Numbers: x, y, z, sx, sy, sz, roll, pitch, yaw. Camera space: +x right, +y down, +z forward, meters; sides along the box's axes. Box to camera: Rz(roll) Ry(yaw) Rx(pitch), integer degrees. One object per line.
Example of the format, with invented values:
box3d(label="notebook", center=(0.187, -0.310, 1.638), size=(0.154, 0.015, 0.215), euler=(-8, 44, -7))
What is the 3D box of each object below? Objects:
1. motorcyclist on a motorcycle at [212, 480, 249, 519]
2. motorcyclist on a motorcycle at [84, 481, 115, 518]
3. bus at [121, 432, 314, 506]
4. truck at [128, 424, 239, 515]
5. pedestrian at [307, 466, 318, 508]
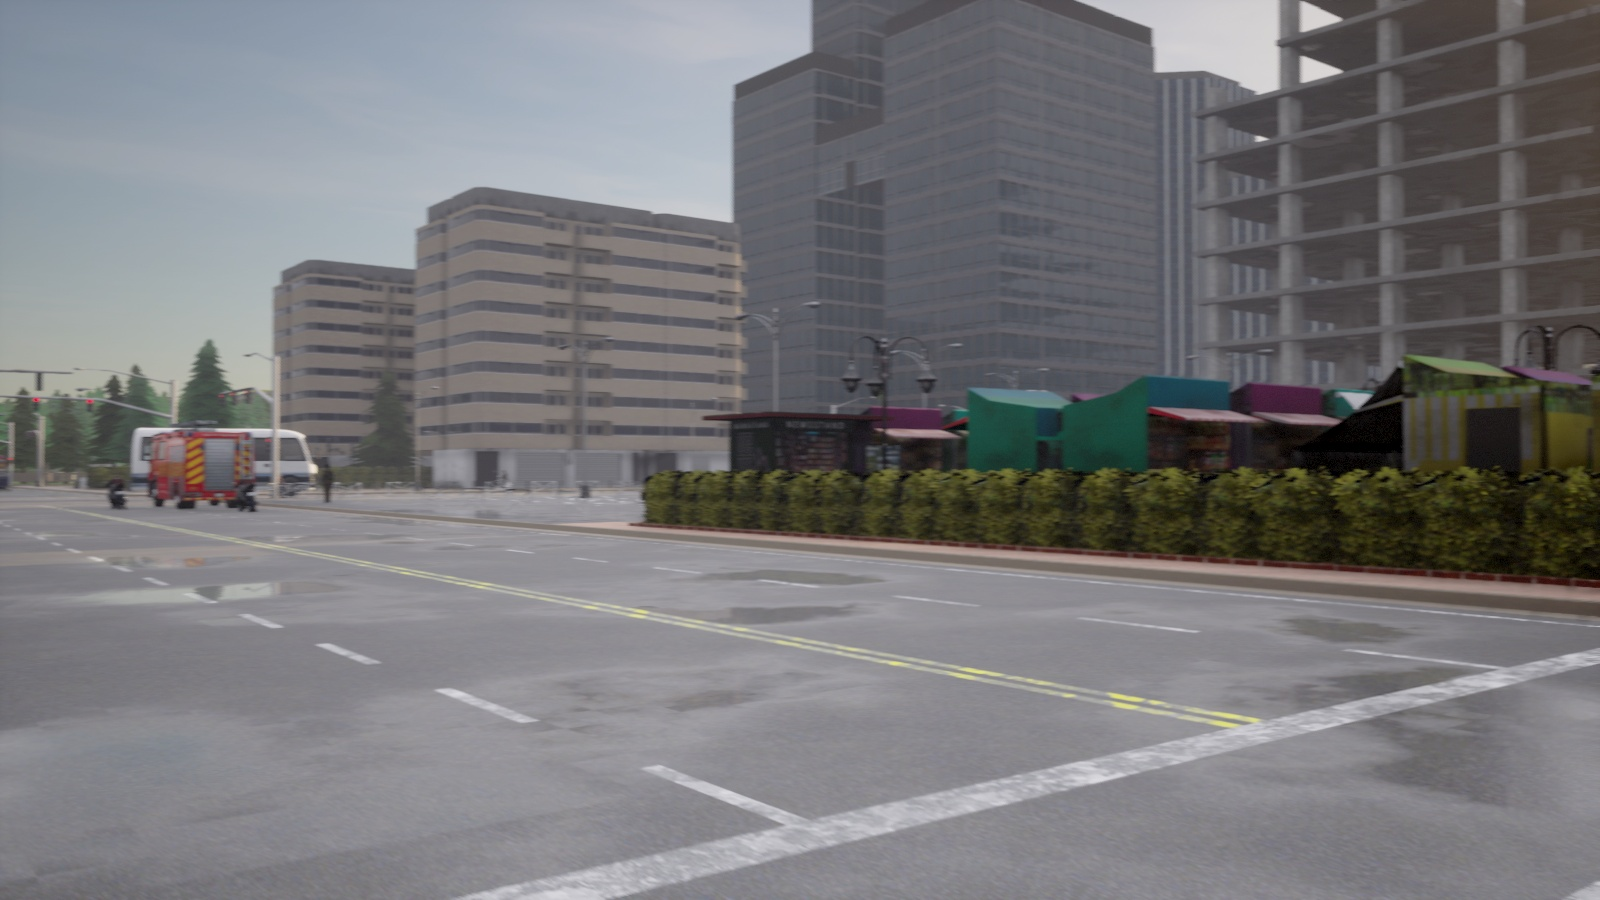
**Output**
box3d(label="motorcyclist on a motorcycle", center=(-22.631, 1.945, 49.859), size=(0.866, 1.530, 2.191), euler=(0, -1, -37))
box3d(label="motorcyclist on a motorcycle", center=(-29.953, 2.087, 53.682), size=(0.866, 1.530, 2.191), euler=(0, -1, -38))
box3d(label="bus", center=(-34.866, 1.104, 75.616), size=(10.273, 4.253, 3.944), euler=(0, -1, -23))
box3d(label="truck", center=(-28.096, 0.925, 57.003), size=(2.891, 3.827, 8.468), euler=(0, -1, -38))
box3d(label="pedestrian", center=(-22.343, 1.697, 57.508), size=(0.395, 1.930, 0.692), euler=(0, -1, -28))
